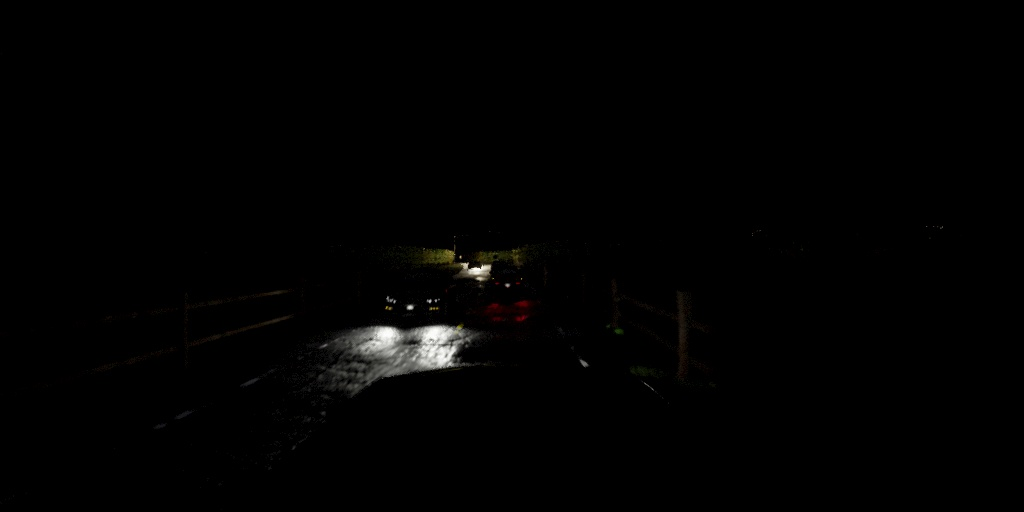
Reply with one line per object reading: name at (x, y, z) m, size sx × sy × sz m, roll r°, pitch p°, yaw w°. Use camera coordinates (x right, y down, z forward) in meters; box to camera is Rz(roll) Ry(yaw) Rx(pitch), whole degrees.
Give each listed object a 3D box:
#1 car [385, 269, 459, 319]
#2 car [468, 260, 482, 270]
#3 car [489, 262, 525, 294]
car at (-3.024, 1.248, 12.872) m, size 1.837 × 1.490 × 4.892 m, roll 1°, pitch 0°, yaw -1°
car at (-5.675, 1.369, 54.762) m, size 1.994 × 1.385 × 4.181 m, roll 0°, pitch 0°, yaw -5°
car at (-0.303, 1.275, 20.155) m, size 1.812 × 1.442 × 4.674 m, roll 0°, pitch 0°, yaw -2°
